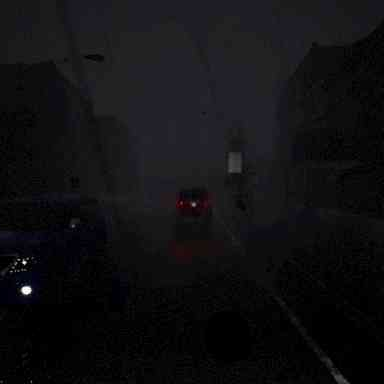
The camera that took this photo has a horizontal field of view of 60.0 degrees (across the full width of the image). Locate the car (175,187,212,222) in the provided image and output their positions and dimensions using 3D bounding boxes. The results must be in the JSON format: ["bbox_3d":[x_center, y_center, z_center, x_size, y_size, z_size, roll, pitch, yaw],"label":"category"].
[{"bbox_3d":[0.102,0.695,21.419,2.150,2.045,5.566,0,2,0],"label":"car"}]

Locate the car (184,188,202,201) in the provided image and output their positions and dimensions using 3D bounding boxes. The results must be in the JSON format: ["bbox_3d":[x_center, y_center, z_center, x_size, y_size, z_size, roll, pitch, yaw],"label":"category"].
[{"bbox_3d":[0.100,0.263,41.282,2.128,1.511,4.902,0,2,0],"label":"car"}]

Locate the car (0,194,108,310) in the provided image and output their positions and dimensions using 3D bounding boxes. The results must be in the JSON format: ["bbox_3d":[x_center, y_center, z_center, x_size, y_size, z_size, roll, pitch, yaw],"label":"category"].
[{"bbox_3d":[-3.600,1.112,7.926,2.150,2.045,5.566,0,1,0],"label":"car"}]
